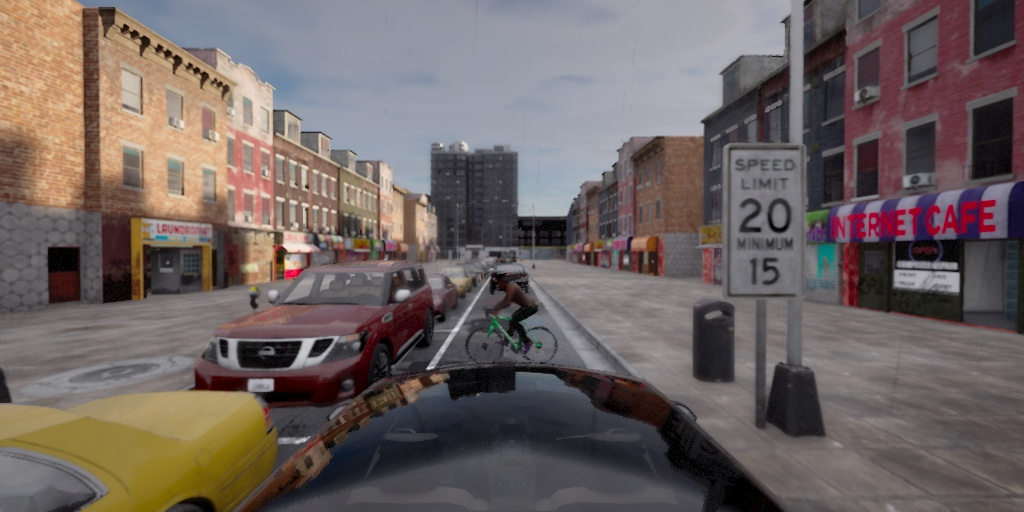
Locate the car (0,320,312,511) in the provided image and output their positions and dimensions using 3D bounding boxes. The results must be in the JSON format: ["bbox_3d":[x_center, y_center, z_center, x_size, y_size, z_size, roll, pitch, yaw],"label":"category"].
[{"bbox_3d":[-2.605,1.284,0.690,1.751,1.417,4.829,0,0,-1],"label":"car"}]

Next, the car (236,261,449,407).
[{"bbox_3d":[-2.684,1.025,6.311,2.192,1.841,5.009,0,0,-1],"label":"car"}]

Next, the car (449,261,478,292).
[{"bbox_3d":[-2.837,1.139,17.043,1.751,1.417,4.829,0,0,-1],"label":"car"}]

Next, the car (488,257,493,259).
[{"bbox_3d":[-3.071,1.020,33.567,2.007,1.370,4.403,0,0,-1],"label":"car"}]

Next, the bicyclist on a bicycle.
[{"bbox_3d":[-0.004,1.141,6.412,1.656,1.620,0.582,0,1,-1],"label":"bicyclist on a bicycle"}]

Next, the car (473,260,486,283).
[{"bbox_3d":[-2.916,1.131,22.664,1.948,1.339,4.313,0,0,-1],"label":"car"}]

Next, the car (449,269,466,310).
[{"bbox_3d":[-2.762,1.243,11.762,1.802,1.307,4.207,0,0,-1],"label":"car"}]

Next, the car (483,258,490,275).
[{"bbox_3d":[-2.994,1.083,28.116,1.948,1.339,4.313,0,0,-1],"label":"car"}]

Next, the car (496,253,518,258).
[{"bbox_3d":[-0.476,0.605,43.657,2.150,2.045,5.566,0,1,-1],"label":"car"}]

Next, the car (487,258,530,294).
[{"bbox_3d":[-0.123,1.076,18.803,1.882,1.535,5.008,0,1,-1],"label":"car"}]

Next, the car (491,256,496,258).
[{"bbox_3d":[-3.303,0.878,49.922,2.007,1.370,4.403,0,0,-1],"label":"car"}]
